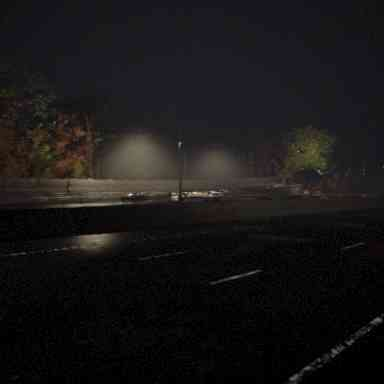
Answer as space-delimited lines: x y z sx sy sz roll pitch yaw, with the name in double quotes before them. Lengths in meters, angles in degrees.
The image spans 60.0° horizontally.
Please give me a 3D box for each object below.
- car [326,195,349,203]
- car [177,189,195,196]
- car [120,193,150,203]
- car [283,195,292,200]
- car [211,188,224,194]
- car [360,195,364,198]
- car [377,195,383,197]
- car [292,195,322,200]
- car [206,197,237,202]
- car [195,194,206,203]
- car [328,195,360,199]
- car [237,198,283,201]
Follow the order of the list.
"car" 27.605 1.266 63.125 4.902 1.511 2.128 0 0 -42
"car" -1.034 0.261 60.890 2.097 1.767 4.553 0 1 26
"car" -7.865 0.775 45.948 1.895 1.301 4.718 0 1 25
"car" 16.008 1.258 52.718 4.892 1.490 1.837 0 0 -42
"car" 5.801 -0.094 74.647 1.837 1.490 4.892 0 2 27
"car" 29.361 1.247 59.999 5.008 1.535 1.882 -1 1 -42
"car" 33.977 1.308 59.449 4.902 1.511 2.128 0 0 -42
"car" 17.552 1.268 49.413 4.902 1.511 2.128 0 0 -42
"car" 4.255 1.394 37.448 4.718 1.301 1.895 0 0 -42
"car" 2.636 1.333 40.692 4.181 1.385 1.994 0 0 -42
"car" 22.295 1.290 48.948 4.902 1.511 2.128 0 0 -42
"car" 7.299 1.340 35.475 4.674 1.442 1.812 0 0 -42
